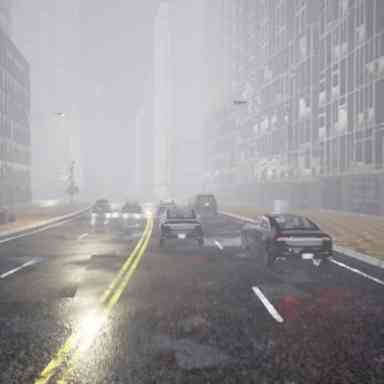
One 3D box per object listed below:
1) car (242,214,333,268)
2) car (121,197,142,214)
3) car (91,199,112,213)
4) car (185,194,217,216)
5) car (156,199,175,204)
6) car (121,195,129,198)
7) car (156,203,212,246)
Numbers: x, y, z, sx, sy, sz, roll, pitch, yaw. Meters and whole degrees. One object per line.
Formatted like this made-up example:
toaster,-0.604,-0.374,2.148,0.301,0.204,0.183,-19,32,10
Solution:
car,2.957,1.486,11.258,2.128,1.511,4.902,0,0,-3
car,-6.352,1.571,35.130,1.994,1.385,4.181,0,0,-9
car,-9.974,1.526,37.066,1.837,1.490,4.892,0,0,-10
car,0.944,1.203,31.827,2.150,2.045,5.566,0,0,-8
car,-2.541,1.486,33.044,2.128,1.511,4.902,0,0,-9
car,-14.941,1.399,74.627,2.033,1.411,5.357,0,0,-13
car,-0.552,1.494,15.253,2.128,1.511,4.902,0,0,-4
